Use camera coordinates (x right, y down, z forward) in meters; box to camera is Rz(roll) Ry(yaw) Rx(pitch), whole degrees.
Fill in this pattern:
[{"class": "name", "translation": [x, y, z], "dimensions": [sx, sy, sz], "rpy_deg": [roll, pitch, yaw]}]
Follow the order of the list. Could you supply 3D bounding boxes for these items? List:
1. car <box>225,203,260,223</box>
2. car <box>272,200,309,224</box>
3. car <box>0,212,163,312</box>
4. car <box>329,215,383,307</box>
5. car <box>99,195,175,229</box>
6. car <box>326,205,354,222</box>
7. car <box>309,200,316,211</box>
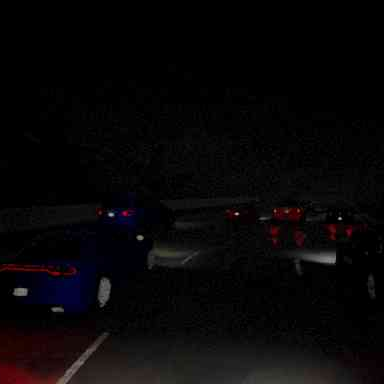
[{"class": "car", "translation": [4.044, 1.573, 26.140], "dimensions": [1.994, 1.385, 4.181], "rpy_deg": [0, 0, 22]}, {"class": "car", "translation": [7.395, 1.381, 25.068], "dimensions": [2.097, 1.767, 4.553], "rpy_deg": [0, 0, 22]}, {"class": "car", "translation": [-2.329, 1.459, 7.803], "dimensions": [1.882, 1.535, 5.008], "rpy_deg": [0, 0, 10]}, {"class": "car", "translation": [4.782, 1.529, 7.847], "dimensions": [1.837, 1.490, 4.892], "rpy_deg": [0, 0, 12]}, {"class": "car", "translation": [-2.915, 1.193, 18.600], "dimensions": [2.150, 2.045, 5.566], "rpy_deg": [0, 0, 22]}, {"class": "car", "translation": [11.742, 1.656, 26.494], "dimensions": [1.895, 1.301, 4.718], "rpy_deg": [0, 0, 23]}, {"class": "car", "translation": [14.109, 1.625, 41.115], "dimensions": [1.994, 1.385, 4.181], "rpy_deg": [0, 0, 23]}]
